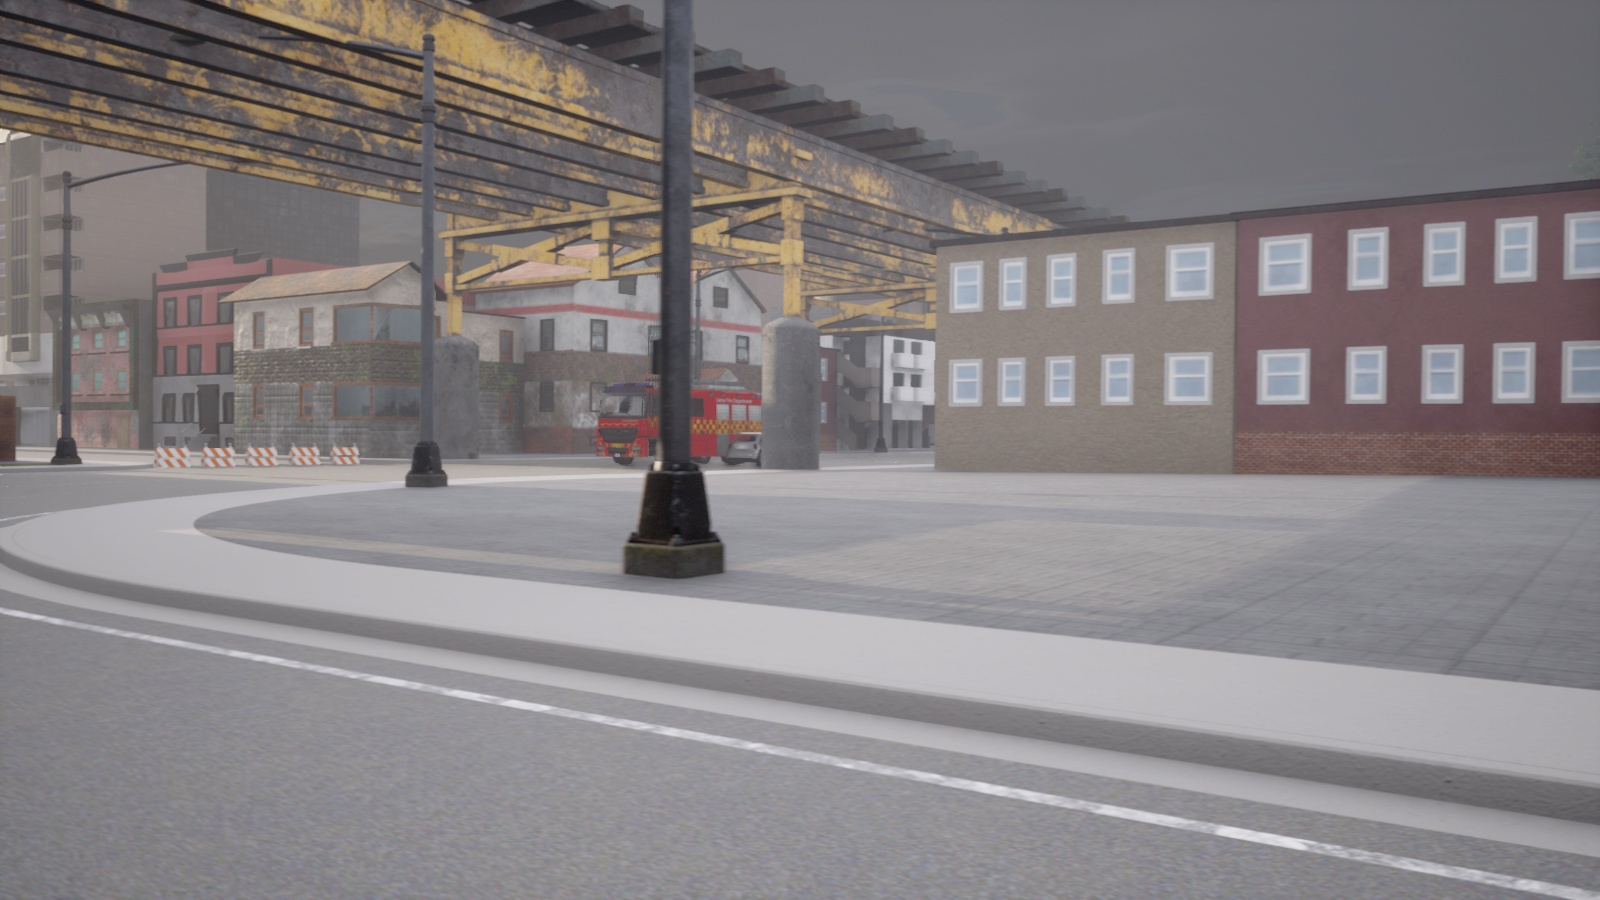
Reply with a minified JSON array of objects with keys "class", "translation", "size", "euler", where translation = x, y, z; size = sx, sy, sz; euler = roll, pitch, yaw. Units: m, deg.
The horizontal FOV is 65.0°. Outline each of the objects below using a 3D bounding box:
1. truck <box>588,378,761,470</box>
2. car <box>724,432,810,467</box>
[{"class":"truck","translation":[-5.459,-1.153,56.362],"size":[2.891,3.827,8.468],"euler":[0,1,35]},{"class":"car","translation":[-1.441,-0.054,55.999],"size":[1.970,1.475,3.806],"euler":[0,1,35]}]
